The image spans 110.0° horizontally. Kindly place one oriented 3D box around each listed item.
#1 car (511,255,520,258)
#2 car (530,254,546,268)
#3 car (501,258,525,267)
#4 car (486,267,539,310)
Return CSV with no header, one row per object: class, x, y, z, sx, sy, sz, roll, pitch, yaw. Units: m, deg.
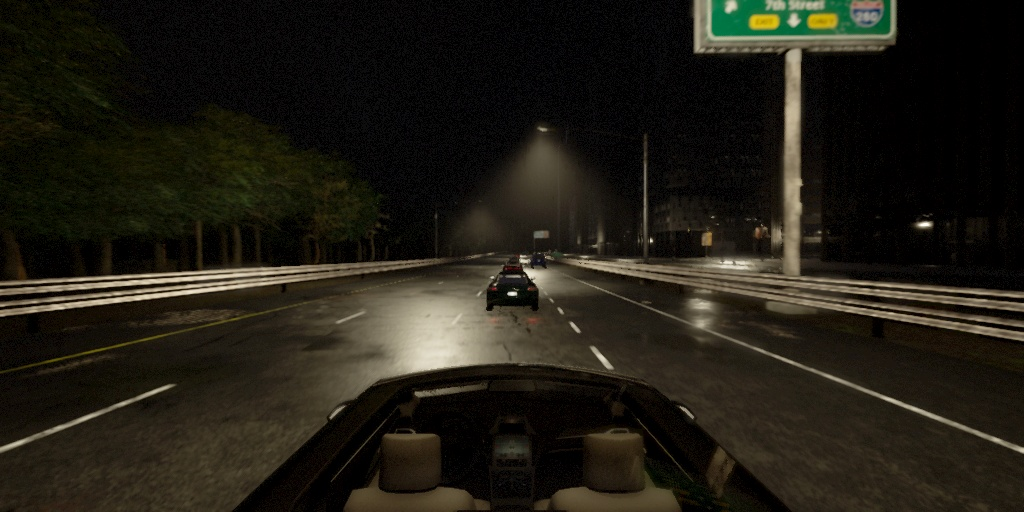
car,0.305,1.054,55.290,1.837,1.490,4.892,0,0,1
car,3.887,0.782,53.932,2.150,2.045,5.566,0,1,1
car,0.103,1.196,32.775,1.837,1.490,4.892,0,0,0
car,0.019,1.308,14.747,1.994,1.385,4.181,0,0,0
